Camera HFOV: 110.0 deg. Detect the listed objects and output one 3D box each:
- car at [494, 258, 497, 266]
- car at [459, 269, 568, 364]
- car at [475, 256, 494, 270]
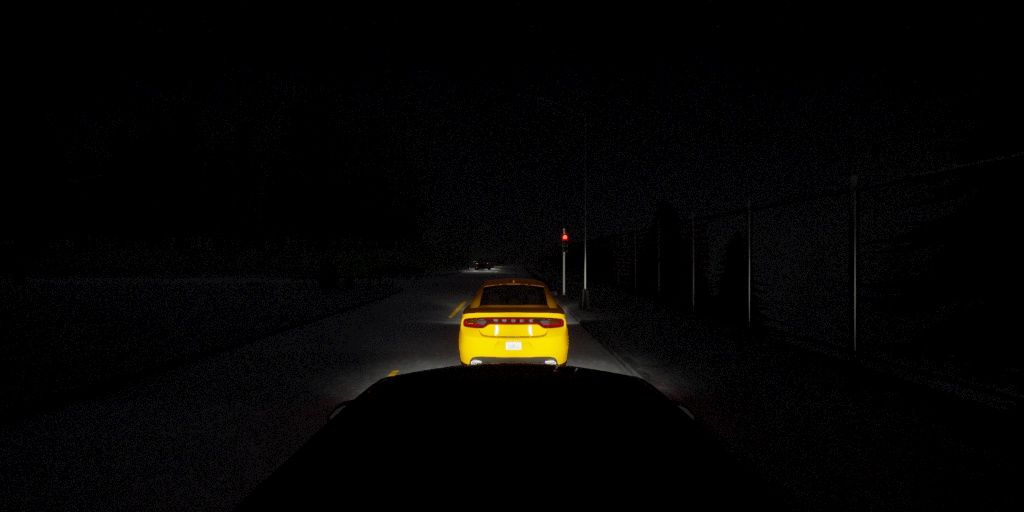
[{"bbox_3d":[-4.108,1.351,62.224,1.895,1.301,4.718,0,0,0],"label":"car"},{"bbox_3d":[0.043,1.228,7.979,1.882,1.535,5.008,0,0,0],"label":"car"},{"bbox_3d":[-4.122,1.102,51.948,2.097,1.767,4.553,0,0,0],"label":"car"}]
